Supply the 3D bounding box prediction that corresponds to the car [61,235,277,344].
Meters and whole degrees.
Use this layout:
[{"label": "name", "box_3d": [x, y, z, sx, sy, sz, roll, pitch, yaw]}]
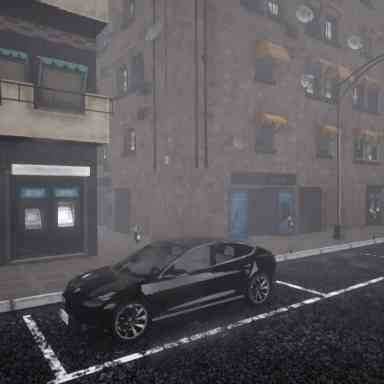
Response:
[{"label": "car", "box_3d": [-0.202, 1.566, 6.431, 4.313, 1.339, 1.947, 0, 0, -36]}]
